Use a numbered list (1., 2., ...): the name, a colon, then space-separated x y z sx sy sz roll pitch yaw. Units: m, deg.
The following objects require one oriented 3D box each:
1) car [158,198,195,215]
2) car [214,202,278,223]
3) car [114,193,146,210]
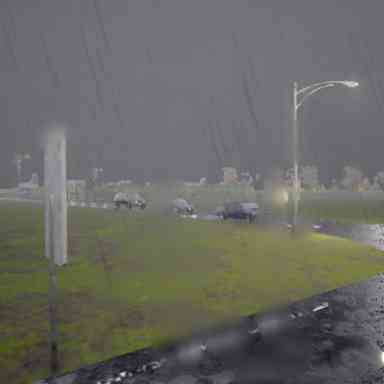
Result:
1. car: -1.597 1.391 33.061 1.837 1.490 4.892 -1 1 -35
2. car: 3.860 1.440 24.846 2.033 1.411 5.357 -1 0 -33
3. car: -7.829 1.104 41.736 2.150 2.045 5.566 -1 1 -37
